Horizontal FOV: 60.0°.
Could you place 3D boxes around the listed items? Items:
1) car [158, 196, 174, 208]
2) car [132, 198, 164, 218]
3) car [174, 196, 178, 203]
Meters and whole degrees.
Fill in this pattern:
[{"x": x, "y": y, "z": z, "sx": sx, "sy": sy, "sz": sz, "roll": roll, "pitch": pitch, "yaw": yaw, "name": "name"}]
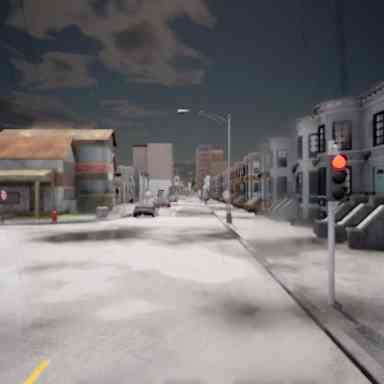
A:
[{"x": -4.036, "y": 1.330, "z": 46.461, "sx": 2.097, "sy": 1.767, "sz": 4.553, "roll": 0, "pitch": 0, "yaw": 0, "name": "car"}, {"x": -4.074, "y": 1.533, "z": 30.131, "sx": 2.033, "sy": 1.411, "sz": 5.357, "roll": 0, "pitch": 0, "yaw": 0, "name": "car"}, {"x": -3.918, "y": 1.533, "z": 66.838, "sx": 1.994, "sy": 1.385, "sz": 4.181, "roll": 0, "pitch": 0, "yaw": 0, "name": "car"}]
